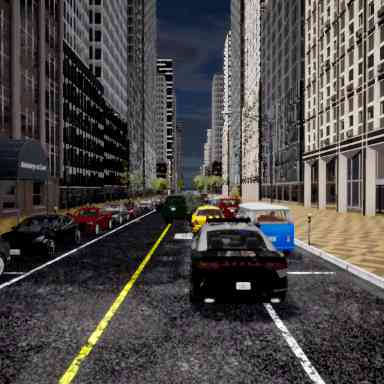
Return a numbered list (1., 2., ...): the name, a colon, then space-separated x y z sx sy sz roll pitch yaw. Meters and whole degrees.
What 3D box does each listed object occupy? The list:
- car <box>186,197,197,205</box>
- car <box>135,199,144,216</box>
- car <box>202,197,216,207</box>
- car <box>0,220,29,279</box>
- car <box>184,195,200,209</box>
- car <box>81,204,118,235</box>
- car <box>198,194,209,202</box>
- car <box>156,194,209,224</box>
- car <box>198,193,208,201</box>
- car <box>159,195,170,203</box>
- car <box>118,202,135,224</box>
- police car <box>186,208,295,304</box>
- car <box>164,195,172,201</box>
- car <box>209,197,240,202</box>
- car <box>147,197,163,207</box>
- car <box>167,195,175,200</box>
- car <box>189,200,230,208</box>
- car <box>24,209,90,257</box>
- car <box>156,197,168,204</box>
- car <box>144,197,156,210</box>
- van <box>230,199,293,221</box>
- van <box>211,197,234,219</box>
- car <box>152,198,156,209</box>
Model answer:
1. car: -0.062 1.553 59.258 1.994 1.385 4.181 0 0 0
2. car: -5.729 1.577 29.946 1.802 1.307 4.206 -1 0 0
3. car: 2.628 1.541 52.688 2.008 1.369 4.403 -1 0 0
4. car: -5.707 1.550 7.211 2.008 1.369 4.403 -1 0 0
5. car: -0.028 1.344 46.158 2.097 1.767 4.553 0 0 0
6. car: -5.718 1.542 18.579 1.887 1.381 4.507 -1 0 0
7. car: 2.602 1.300 75.424 2.192 1.841 5.009 -1 0 0
8. car: -0.169 1.216 24.631 2.150 2.045 5.566 -1 0 24
9. car: 2.597 1.298 81.108 2.192 1.841 5.009 -1 0 0
10. car: -5.771 1.426 69.731 1.967 1.590 4.097 -1 0 0
11. car: -5.725 1.547 24.262 2.008 1.369 4.403 -1 0 0
12. police car: 0.889 1.424 8.358 1.930 1.638 5.238 0 0 0
13. car: -5.781 1.508 80.929 1.752 1.417 4.829 -1 0 0
14. car: 2.654 1.311 24.271 2.192 1.841 5.009 -1 0 0
15. car: -5.753 1.541 52.680 2.008 1.369 4.403 -1 0 0
16. car: -5.793 1.545 92.466 1.947 1.339 4.313 -1 0 0
17. car: 0.880 1.452 18.437 1.801 1.575 5.366 0 0 0
18. car: -5.712 1.564 12.895 1.947 1.339 4.313 -1 0 0
19. car: -5.764 1.569 64.047 1.802 1.307 4.206 -1 0 0
20. car: -5.741 1.544 41.313 2.008 1.369 4.403 -1 0 0
21. van: 2.666 1.339 12.903 1.690 1.788 3.998 -1 0 0
22. van: 2.649 1.336 29.954 1.690 1.788 3.998 -1 0 0
23. car: -3.038 1.594 38.030 1.895 1.301 4.718 0 0 0
